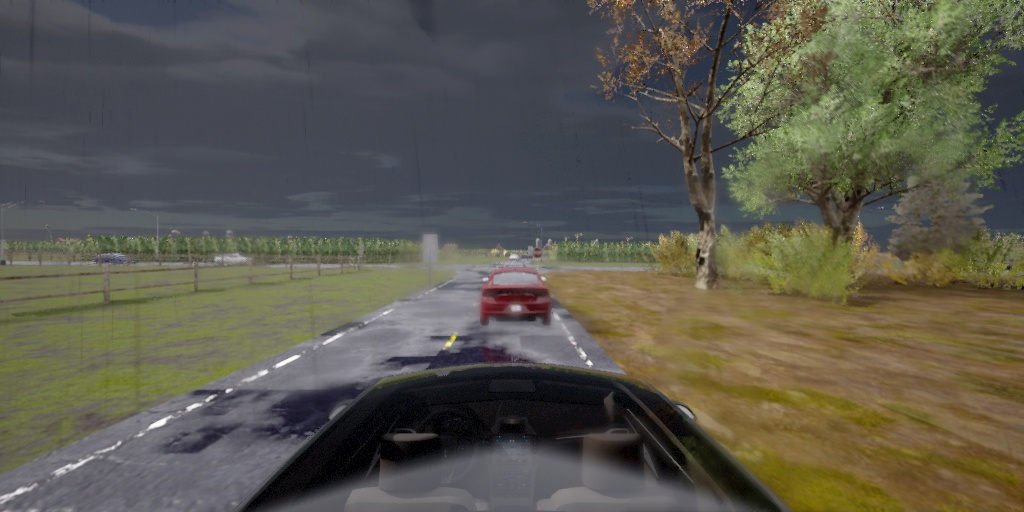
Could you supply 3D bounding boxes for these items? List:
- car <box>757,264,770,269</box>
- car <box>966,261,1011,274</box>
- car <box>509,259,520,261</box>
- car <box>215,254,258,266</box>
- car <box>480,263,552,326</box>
[{"bbox_3d":[32.206,0.632,43.551,5.566,2.045,2.150,1,1,6],"label":"car"},{"bbox_3d":[48.219,1.111,38.024,5.357,1.411,2.033,1,1,8],"label":"car"},{"bbox_3d":[0.082,1.069,22.919,1.895,1.301,4.718,0,1,0],"label":"car"},{"bbox_3d":[-34.108,0.474,44.437,4.674,1.442,1.812,0,1,3],"label":"car"},{"bbox_3d":[0.089,1.102,11.151,1.882,1.535,5.008,0,0,0],"label":"car"}]
